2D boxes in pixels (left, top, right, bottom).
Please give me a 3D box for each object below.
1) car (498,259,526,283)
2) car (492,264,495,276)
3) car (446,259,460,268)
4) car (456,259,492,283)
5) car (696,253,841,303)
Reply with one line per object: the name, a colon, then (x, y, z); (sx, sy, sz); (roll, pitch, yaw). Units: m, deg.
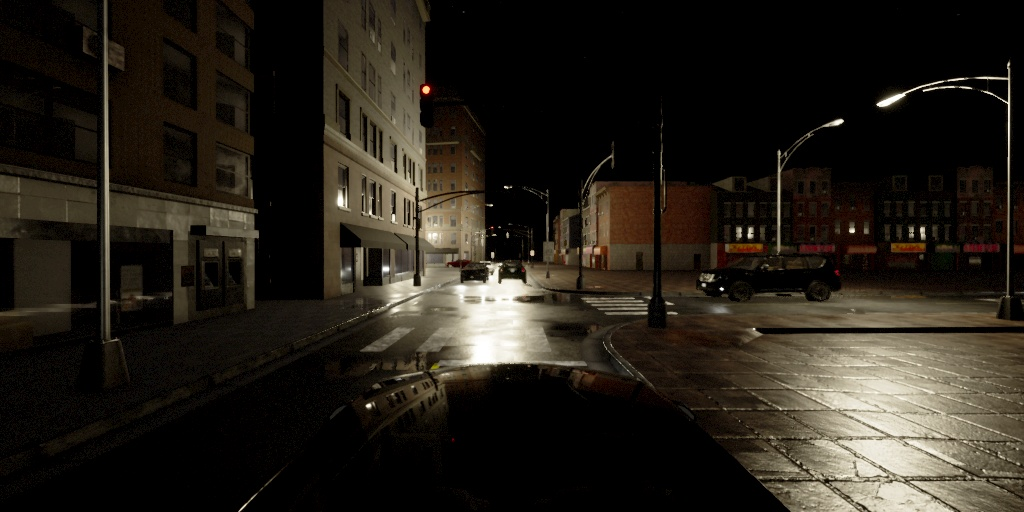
car: (0.035, 1.105, 28.354); (2.097, 1.767, 4.553); (0, 0, 0)
car: (-2.852, 1.282, 38.077); (1.812, 1.442, 4.674); (0, 0, 0)
car: (-8.944, 1.284, 62.362); (5.008, 1.535, 1.882); (0, 0, 9)
car: (-2.838, 1.231, 27.929); (1.882, 1.535, 5.008); (0, 0, 0)
car: (11.326, 0.919, 16.007); (5.566, 2.045, 2.150); (-1, 0, 0)
